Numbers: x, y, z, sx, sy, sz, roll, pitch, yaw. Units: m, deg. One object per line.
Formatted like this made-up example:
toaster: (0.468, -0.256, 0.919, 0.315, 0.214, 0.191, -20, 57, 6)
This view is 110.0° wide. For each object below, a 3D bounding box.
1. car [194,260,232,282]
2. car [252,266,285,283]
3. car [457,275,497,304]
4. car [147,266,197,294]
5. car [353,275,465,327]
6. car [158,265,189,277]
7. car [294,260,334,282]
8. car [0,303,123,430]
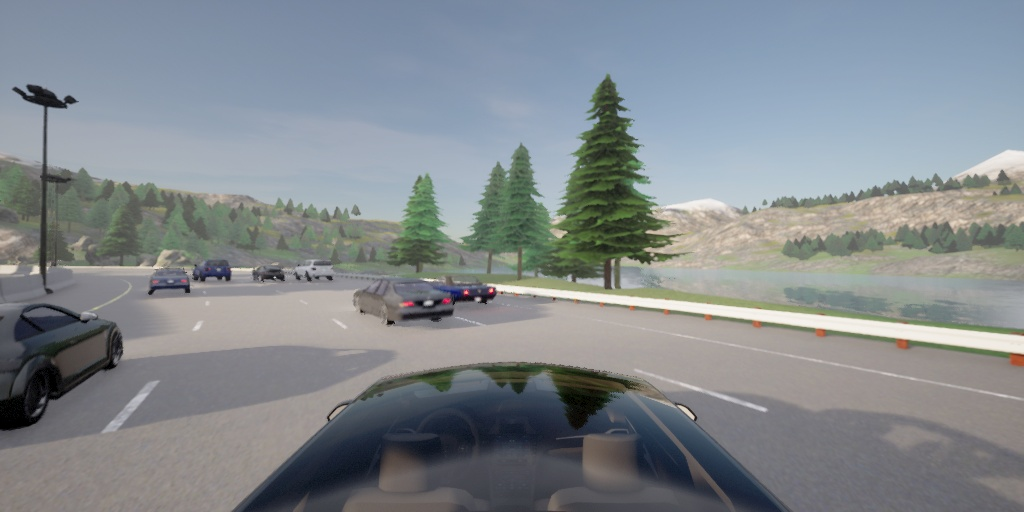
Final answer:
car: (-28.347, 1.363, 33.918, 5.566, 2.045, 2.150, -1, -1, 41)
car: (-22.798, 1.643, 33.498, 4.892, 1.490, 1.837, 0, -1, 43)
car: (-2.775, 1.533, 16.655, 1.895, 1.301, 4.718, 1, -1, -38)
car: (-21.517, 1.550, 22.527, 2.033, 1.411, 5.357, 1, -1, -44)
car: (-3.906, 1.427, 12.310, 2.033, 1.411, 5.357, 1, -1, -37)
car: (-42.969, 1.882, 45.465, 4.718, 1.301, 1.895, 0, -1, 34)
car: (-19.399, 1.381, 35.116, 5.566, 2.045, 2.150, 0, -1, 43)
car: (-7.319, 1.353, 4.969, 1.994, 1.385, 4.181, 1, -1, -35)
